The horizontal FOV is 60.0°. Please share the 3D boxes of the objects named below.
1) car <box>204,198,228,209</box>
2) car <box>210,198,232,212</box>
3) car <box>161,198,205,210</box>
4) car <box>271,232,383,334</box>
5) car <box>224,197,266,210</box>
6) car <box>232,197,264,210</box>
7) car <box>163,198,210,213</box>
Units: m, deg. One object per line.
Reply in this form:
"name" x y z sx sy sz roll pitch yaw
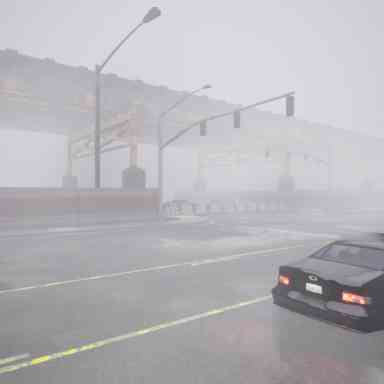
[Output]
"car" 2.885 1.295 38.746 1.853 1.218 4.536 0 0 17
"car" 2.869 1.453 38.696 2.038 1.542 4.974 0 0 17
"car" -0.900 1.295 35.980 4.536 1.218 1.853 0 0 7
"car" 3.937 1.547 6.660 5.357 1.411 2.033 0 0 -36
"car" 6.742 1.453 42.495 4.974 1.542 2.038 0 0 -8
"car" 6.690 1.295 42.488 4.536 1.218 1.853 0 0 -8
"car" -0.848 1.453 35.974 4.974 1.542 2.038 0 0 7
